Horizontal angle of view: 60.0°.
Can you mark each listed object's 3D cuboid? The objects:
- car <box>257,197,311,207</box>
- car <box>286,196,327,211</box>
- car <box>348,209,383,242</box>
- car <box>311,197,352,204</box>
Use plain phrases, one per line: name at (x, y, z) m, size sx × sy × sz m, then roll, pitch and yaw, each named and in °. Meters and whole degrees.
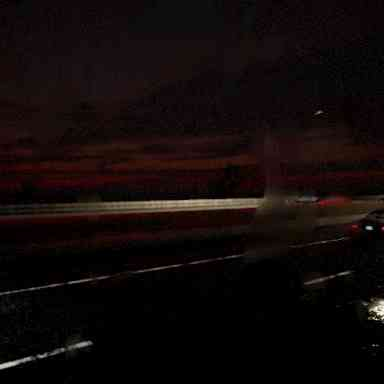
car at (6.699, 1.361, 25.975) m, size 4.902 × 1.511 × 2.128 m, roll 0°, pitch 0°, yaw -35°
car at (13.622, 1.314, 39.413) m, size 4.902 × 1.511 × 2.128 m, roll 0°, pitch 0°, yaw -36°
car at (8.962, 1.448, 14.453) m, size 5.357 × 1.411 × 2.033 m, roll 0°, pitch 0°, yaw -36°
car at (15.657, 1.287, 36.566) m, size 5.008 × 1.535 × 1.882 m, roll 0°, pitch 0°, yaw -36°
